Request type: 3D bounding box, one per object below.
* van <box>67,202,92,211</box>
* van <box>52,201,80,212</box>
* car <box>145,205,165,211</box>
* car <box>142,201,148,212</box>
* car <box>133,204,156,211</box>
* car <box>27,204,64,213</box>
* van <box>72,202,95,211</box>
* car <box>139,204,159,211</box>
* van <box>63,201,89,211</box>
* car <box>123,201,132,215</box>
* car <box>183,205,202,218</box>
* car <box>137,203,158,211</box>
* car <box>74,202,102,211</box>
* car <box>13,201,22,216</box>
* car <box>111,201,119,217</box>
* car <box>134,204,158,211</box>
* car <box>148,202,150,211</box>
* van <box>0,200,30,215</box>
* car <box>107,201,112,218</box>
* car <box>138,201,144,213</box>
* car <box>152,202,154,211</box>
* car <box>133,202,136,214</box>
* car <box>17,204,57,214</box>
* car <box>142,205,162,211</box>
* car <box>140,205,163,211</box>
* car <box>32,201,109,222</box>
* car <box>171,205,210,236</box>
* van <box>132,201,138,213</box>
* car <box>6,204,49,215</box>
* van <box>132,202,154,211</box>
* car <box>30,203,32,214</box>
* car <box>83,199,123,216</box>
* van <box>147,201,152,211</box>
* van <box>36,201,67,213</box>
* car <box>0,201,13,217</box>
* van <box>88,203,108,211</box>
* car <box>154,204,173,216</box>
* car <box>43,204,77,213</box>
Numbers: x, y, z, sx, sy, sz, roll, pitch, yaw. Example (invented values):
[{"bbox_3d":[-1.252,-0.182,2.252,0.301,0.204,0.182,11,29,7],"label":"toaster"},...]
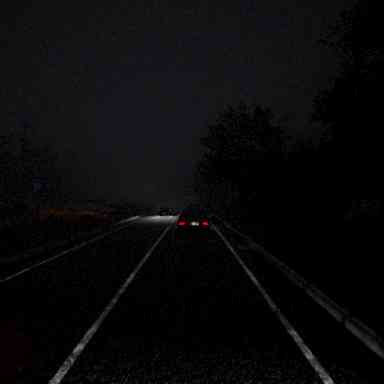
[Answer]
[{"bbox_3d":[-23.555,3.046,69.804,4.442,1.987,1.878,0,-3,0],"label":"van"},{"bbox_3d":[-23.321,2.696,61.517,4.442,1.987,1.878,0,-2,0],"label":"van"},{"bbox_3d":[-10.176,4.390,91.830,5.366,1.575,1.946,0,-3,0],"label":"car"},{"bbox_3d":[-10.327,2.753,55.797,4.792,1.488,2.163,0,-2,0],"label":"car"},{"bbox_3d":[-10.362,3.446,72.420,4.674,1.452,2.002,0,-3,0],"label":"car"},{"bbox_3d":[-23.431,2.634,53.204,4.892,1.521,2.231,0,-2,0],"label":"car"},{"bbox_3d":[-23.555,3.180,72.445,4.442,1.987,1.878,0,-3,0],"label":"van"},{"bbox_3d":[-10.329,3.703,80.746,4.553,1.767,2.185,0,-3,0],"label":"car"},{"bbox_3d":[-23.322,2.898,66.904,4.442,1.987,1.878,0,-2,0],"label":"van"},{"bbox_3d":[-10.327,1.894,39.161,5.566,2.045,2.435,0,-2,0],"label":"car"},{"bbox_3d":[0.076,2.208,38.952,2.033,1.411,5.357,0,-2,0],"label":"car"},{"bbox_3d":[-10.328,3.562,77.974,4.553,1.767,2.185,0,-3,0],"label":"car"},{"bbox_3d":[-23.411,3.295,75.214,5.566,2.045,2.435,0,-3,0],"label":"car"},{"bbox_3d":[-23.429,2.153,39.360,4.892,1.521,2.231,0,-2,0],"label":"car"},{"bbox_3d":[-10.361,1.962,33.607,5.008,1.535,2.097,0,-2,0],"label":"car"},{"bbox_3d":[-10.354,3.547,75.195,5.008,1.535,2.097,0,-3,0],"label":"car"},{"bbox_3d":[-10.360,2.860,58.573,4.674,1.452,2.002,0,-2,0],"label":"car"},{"bbox_3d":[-23.552,2.022,42.137,4.442,1.987,1.878,0,-2,0],"label":"van"},{"bbox_3d":[-10.360,1.883,30.836,4.892,1.521,2.231,0,-2,0],"label":"car"},{"bbox_3d":[-10.362,2.531,50.250,5.008,1.535,2.097,0,-2,0],"label":"car"},{"bbox_3d":[-10.387,3.043,64.128,4.792,1.488,2.163,0,-2,0],"label":"car"},{"bbox_3d":[-10.358,2.378,44.700,4.674,1.452,2.002,0,-2,0],"label":"car"},{"bbox_3d":[-23.431,2.536,50.436,5.008,1.535,2.097,0,-2,0],"label":"car"},{"bbox_3d":[-10.354,4.112,86.285,4.892,1.521,2.231,0,-3,0],"label":"car"},{"bbox_3d":[-10.175,3.967,83.513,5.366,1.575,1.946,0,-3,0],"label":"car"},{"bbox_3d":[-10.168,1.806,28.068,5.366,1.575,1.946,0,-2,0],"label":"car"},{"bbox_3d":[0.087,1.727,19.636,2.033,1.411,5.357,0,-1,0],"label":"car"},{"bbox_3d":[-10.473,2.209,47.483,4.442,1.987,1.878,0,-2,0],"label":"van"},{"bbox_3d":[-23.431,2.436,47.541,5.008,1.535,2.097,0,-2,0],"label":"car"},{"bbox_3d":[-10.242,3.039,69.661,4.442,1.987,1.878,0,-3,0],"label":"van"},{"bbox_3d":[-23.404,2.219,44.902,4.553,1.767,2.185,0,-2,0],"label":"car"},{"bbox_3d":[-10.386,1.926,36.386,4.553,1.767,2.185,0,-2,0],"label":"car"},{"bbox_3d":[-10.241,2.691,61.356,4.442,1.987,1.878,0,-2,0],"label":"van"},{"bbox_3d":[-23.554,2.503,55.980,4.442,1.987,1.878,0,-2,0],"label":"van"},{"bbox_3d":[-23.250,2.054,36.595,5.366,1.575,1.946,0,-2,0],"label":"car"},{"bbox_3d":[-23.557,3.743,83.512,4.442,1.987,1.878,0,-3,0],"label":"van"},{"bbox_3d":[-3.367,2.398,43.115,1.895,1.301,4.718,0,-2,0],"label":"car"},{"bbox_3d":[-23.253,2.822,58.742,5.366,1.575,1.946,0,-2,0],"label":"car"}]
